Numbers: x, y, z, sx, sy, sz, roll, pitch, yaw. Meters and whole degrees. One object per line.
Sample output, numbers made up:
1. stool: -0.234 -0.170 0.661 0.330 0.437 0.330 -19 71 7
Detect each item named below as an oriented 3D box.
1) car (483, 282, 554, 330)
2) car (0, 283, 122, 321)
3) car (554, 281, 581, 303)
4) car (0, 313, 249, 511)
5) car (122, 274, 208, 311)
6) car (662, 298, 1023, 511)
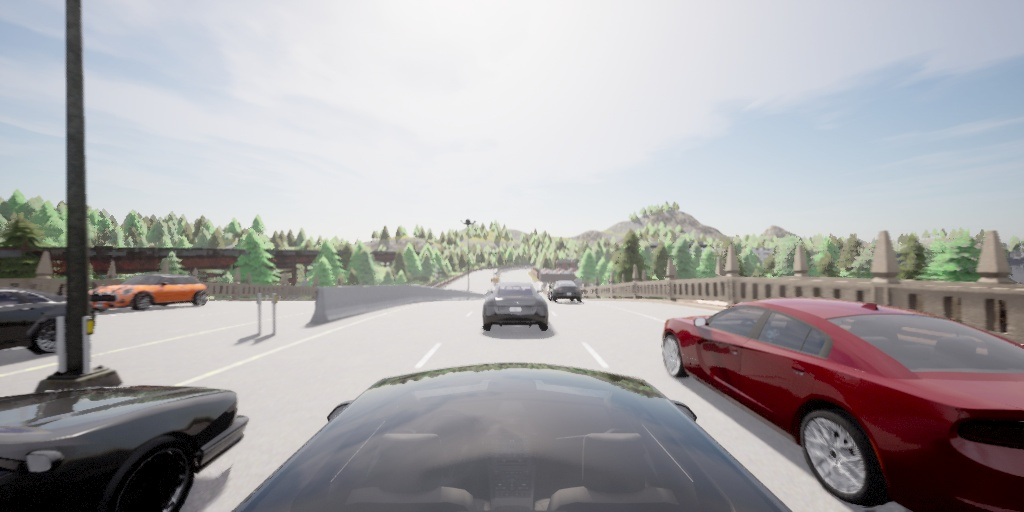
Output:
1. car: 0.100 1.567 12.117 1.994 1.385 4.181 0 -3 0
2. car: -10.595 1.298 6.247 2.128 1.511 4.902 0 -1 0
3. car: 3.600 2.465 24.925 1.812 1.442 4.674 0 -6 0
4. car: -3.407 1.299 0.877 2.033 1.411 5.357 0 0 0
5. car: -17.582 1.669 17.547 2.097 1.767 4.553 0 -4 0
6. car: 3.598 1.251 4.416 1.882 1.535 5.008 0 -1 0
